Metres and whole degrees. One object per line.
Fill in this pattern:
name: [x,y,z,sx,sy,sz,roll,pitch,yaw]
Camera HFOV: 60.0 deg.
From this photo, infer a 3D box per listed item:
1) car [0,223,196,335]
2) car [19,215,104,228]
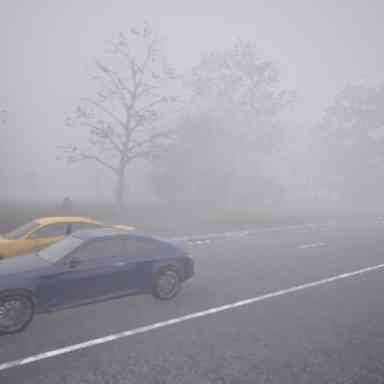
car: [-2.071,1.526,6.828,4.674,1.442,1.812,0,0,-35]
car: [-4.067,1.478,9.688,5.008,1.535,1.882,0,0,-35]
